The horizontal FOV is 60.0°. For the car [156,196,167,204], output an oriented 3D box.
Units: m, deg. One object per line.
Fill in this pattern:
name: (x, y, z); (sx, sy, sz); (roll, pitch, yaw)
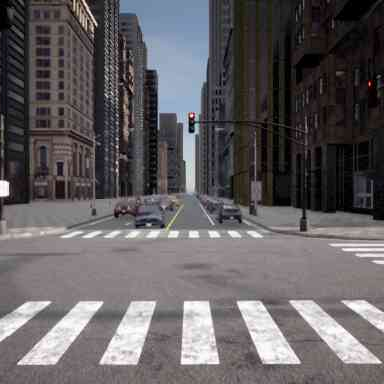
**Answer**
car: (-5.809, 1.539, 64.420); (1.752, 1.417, 4.829); (0, 0, 0)

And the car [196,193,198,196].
car: (2.701, 1.558, 87.337); (1.752, 1.417, 4.829); (0, 0, 0)

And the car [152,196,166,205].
car: (-5.805, 1.451, 58.949); (1.967, 1.590, 4.097); (0, 0, 0)

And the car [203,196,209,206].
car: (2.732, 1.548, 42.042); (1.887, 1.381, 4.507); (0, 0, 0)

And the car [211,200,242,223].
car: (2.743, 1.551, 25.120); (2.008, 1.369, 4.403); (0, 0, 0)

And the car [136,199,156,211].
car: (-5.793, 1.570, 42.028); (1.947, 1.339, 4.313); (0, 0, 0)

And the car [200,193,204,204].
car: (2.724, 1.448, 53.323); (1.967, 1.590, 4.097); (0, 0, 0)

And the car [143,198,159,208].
car: (-5.797, 1.588, 47.668); (1.802, 1.307, 4.206); (0, 0, 0)

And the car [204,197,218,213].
car: (2.736, 1.553, 36.402); (2.008, 1.369, 4.403); (0, 0, 0)

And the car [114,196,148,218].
car: (-5.786, 1.317, 30.746); (2.192, 1.841, 5.009); (0, 0, 0)

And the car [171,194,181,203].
car: (-3.105, 1.485, 51.367); (1.882, 1.535, 5.008); (0, 1, 0)

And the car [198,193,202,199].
car: (2.716, 1.454, 64.604); (1.967, 1.590, 4.097); (0, 0, 0)

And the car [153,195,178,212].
car: (-3.118, 1.495, 38.908); (2.128, 1.511, 4.902); (0, 0, 0)

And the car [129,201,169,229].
car: (-2.852, 1.548, 22.122); (2.033, 1.411, 5.357); (0, 0, -7)

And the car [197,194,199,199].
car: (2.709, 1.567, 75.885); (1.887, 1.381, 4.507); (0, 0, 0)

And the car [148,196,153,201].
car: (-5.790, 1.443, 36.387); (1.967, 1.590, 4.097); (0, 0, 0)
